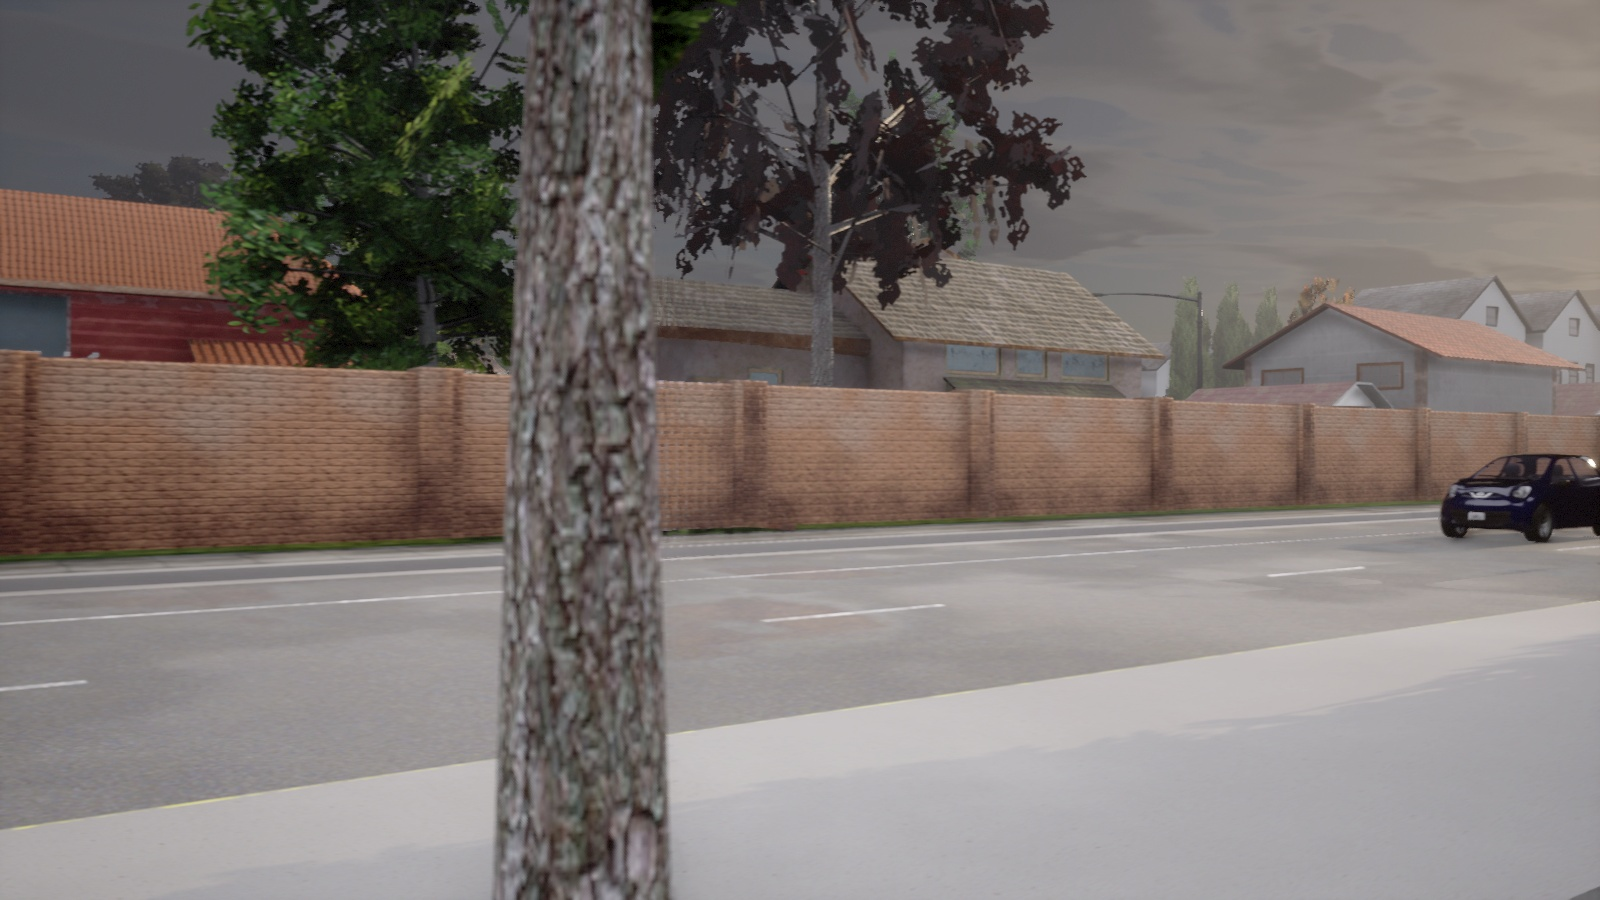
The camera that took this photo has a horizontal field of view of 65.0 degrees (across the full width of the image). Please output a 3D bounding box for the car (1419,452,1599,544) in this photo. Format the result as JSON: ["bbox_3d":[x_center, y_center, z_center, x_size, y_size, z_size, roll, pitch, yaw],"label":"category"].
[{"bbox_3d":[12.914,0.786,22.395,3.633,1.501,1.845,0,0,-35],"label":"car"}]
